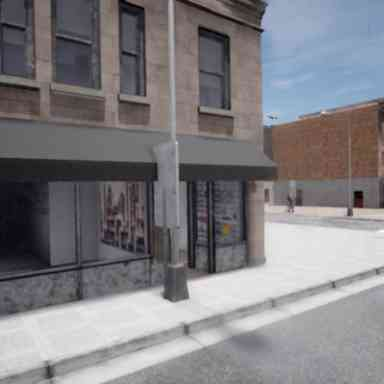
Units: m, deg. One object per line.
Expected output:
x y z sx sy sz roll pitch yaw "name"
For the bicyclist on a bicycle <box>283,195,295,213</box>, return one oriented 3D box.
8.940 1.112 30.639 1.656 1.620 0.582 -2 1 -35 "bicyclist on a bicycle"
